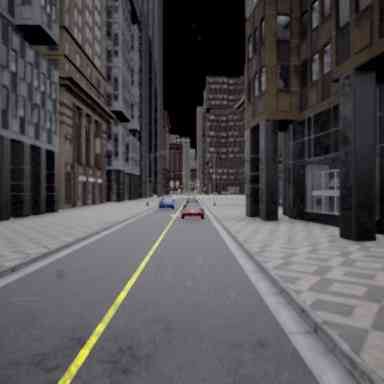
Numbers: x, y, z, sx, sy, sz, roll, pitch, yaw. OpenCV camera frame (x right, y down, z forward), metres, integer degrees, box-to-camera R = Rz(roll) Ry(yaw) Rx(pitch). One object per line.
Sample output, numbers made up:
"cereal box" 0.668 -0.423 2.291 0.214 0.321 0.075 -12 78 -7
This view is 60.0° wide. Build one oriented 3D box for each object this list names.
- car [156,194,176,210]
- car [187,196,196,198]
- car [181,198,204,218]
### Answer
"car" -3.097 1.391 41.540 1.882 1.535 5.008 0 0 0
"car" -0.021 1.364 52.507 2.128 1.511 4.902 0 0 0
"car" 0.072 1.518 29.270 1.994 1.385 4.181 0 0 0
